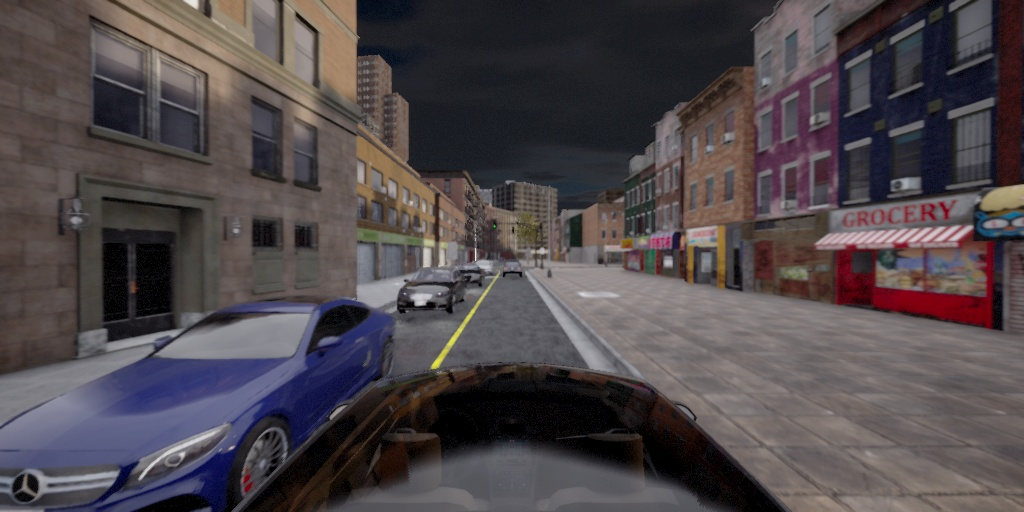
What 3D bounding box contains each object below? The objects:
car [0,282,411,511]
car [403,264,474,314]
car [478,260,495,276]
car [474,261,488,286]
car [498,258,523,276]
[{"bbox_3d":[-2.849,1.263,4.395,1.812,1.442,4.674,0,0,0],"label":"car"},{"bbox_3d":[-2.850,1.184,13.593,2.128,1.511,4.902,0,0,0],"label":"car"},{"bbox_3d":[-2.784,1.119,34.860,1.812,1.442,4.674,0,0,1],"label":"car"},{"bbox_3d":[-2.843,1.209,23.624,1.994,1.385,4.181,0,0,-1],"label":"car"},{"bbox_3d":[0.056,1.145,33.974,2.033,1.411,5.357,0,0,1],"label":"car"}]
